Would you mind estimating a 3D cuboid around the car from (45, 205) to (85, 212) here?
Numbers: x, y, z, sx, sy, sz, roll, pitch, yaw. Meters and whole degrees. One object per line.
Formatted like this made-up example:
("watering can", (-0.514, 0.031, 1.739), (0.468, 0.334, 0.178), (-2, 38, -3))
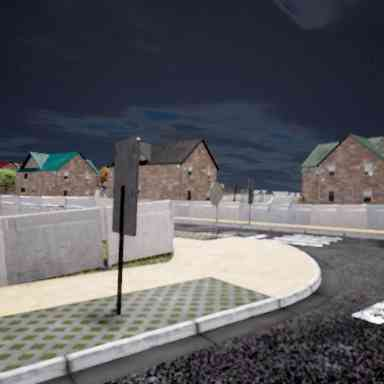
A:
("car", (-8.553, 1.319, 23.514), (4.718, 1.301, 1.895), (1, -2, 36))
